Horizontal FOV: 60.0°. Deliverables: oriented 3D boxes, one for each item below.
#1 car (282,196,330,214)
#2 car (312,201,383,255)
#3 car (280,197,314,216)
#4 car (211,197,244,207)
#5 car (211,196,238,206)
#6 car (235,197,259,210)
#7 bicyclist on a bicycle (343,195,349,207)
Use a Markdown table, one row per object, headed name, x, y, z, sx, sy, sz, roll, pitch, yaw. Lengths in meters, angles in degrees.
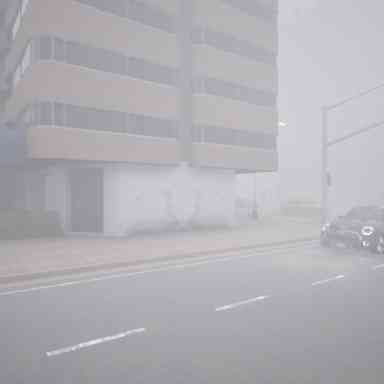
| name | x | y | z | sx | sy | sz | roll | pitch | yaw |
| --- | --- | --- | --- | --- | --- | --- | --- | --- | --- |
| car | 12.379 | 1.352 | 36.341 | 2.097 | 1.767 | 4.553 | 0 | 0 | -36 |
| car | 7.221 | 1.352 | 13.459 | 4.553 | 1.767 | 2.097 | 0 | 0 | -36 |
| car | 10.918 | 1.478 | 32.393 | 1.882 | 1.535 | 5.008 | 0 | 0 | -36 |
| car | 5.445 | 1.547 | 52.182 | 2.033 | 1.411 | 5.357 | 0 | 0 | -36 |
| car | 5.620 | 1.491 | 57.932 | 2.128 | 1.511 | 4.902 | 0 | 0 | -35 |
| car | 6.714 | 1.478 | 44.156 | 1.882 | 1.535 | 5.008 | 0 | 0 | -36 |
| bicyclist on a bicycle | 22.047 | 1.301 | 47.669 | 1.656 | 1.620 | 0.582 | 0 | 0 | -36 |
